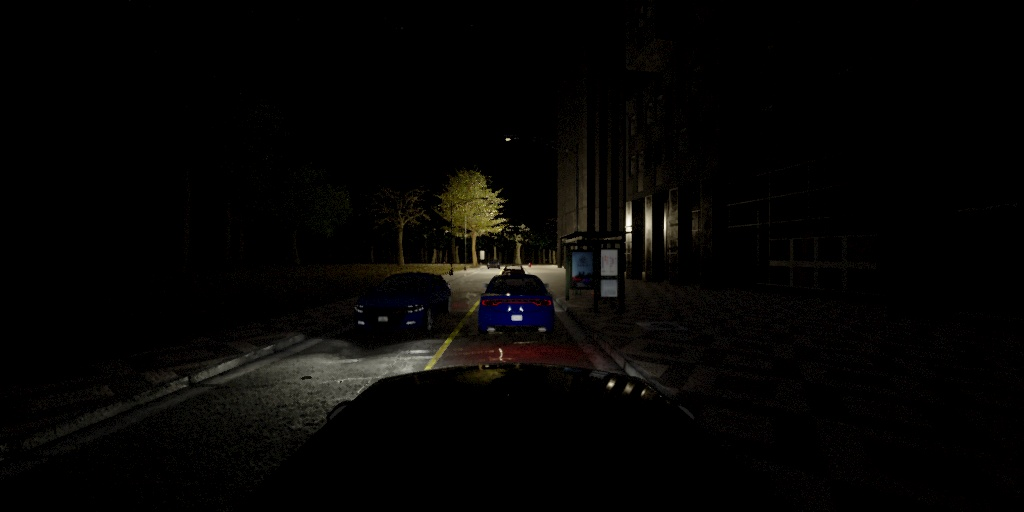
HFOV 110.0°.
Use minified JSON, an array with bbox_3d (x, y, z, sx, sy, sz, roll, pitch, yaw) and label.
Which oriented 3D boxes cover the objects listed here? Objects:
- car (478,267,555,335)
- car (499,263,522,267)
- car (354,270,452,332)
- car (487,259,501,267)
[{"bbox_3d":[0.110,1.242,10.536,1.882,1.535,5.008,0,0,0],"label":"car"},{"bbox_3d":[0.129,1.431,30.351,1.895,1.301,4.718,0,0,0],"label":"car"},{"bbox_3d":[-3.092,1.244,11.092,1.882,1.535,5.008,0,0,0],"label":"car"},{"bbox_3d":[-2.947,1.254,58.988,2.097,1.767,4.553,0,0,0],"label":"car"}]
